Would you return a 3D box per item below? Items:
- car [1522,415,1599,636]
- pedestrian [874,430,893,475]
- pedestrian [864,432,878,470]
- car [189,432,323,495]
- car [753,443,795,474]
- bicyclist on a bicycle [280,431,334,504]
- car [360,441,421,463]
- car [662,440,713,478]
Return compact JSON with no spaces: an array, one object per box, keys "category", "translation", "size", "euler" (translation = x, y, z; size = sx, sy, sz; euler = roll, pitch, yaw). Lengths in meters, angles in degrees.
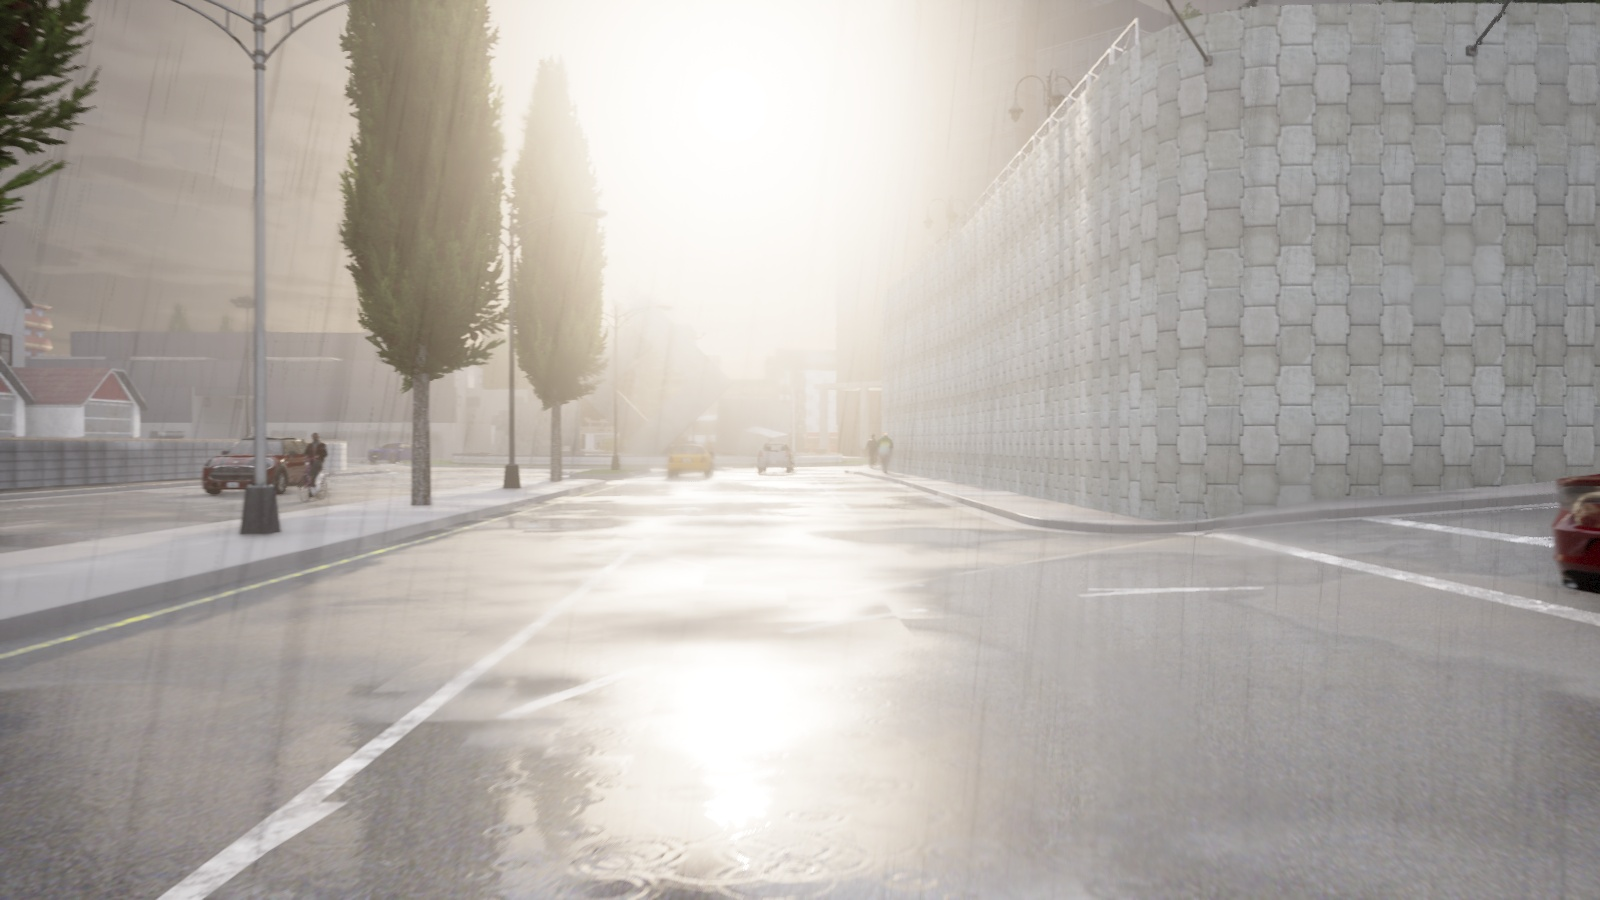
[{"category":"car","translation":[8.114,0.341,8.988],"size":[5.008,1.535,1.882],"euler":[-5,0,-11]},{"category":"pedestrian","translation":[3.593,0.102,54.112],"size":[0.659,1.952,0.873],"euler":[0,0,-5]},{"category":"pedestrian","translation":[3.723,0.038,65.599],"size":[0.423,1.949,0.788],"euler":[0,0,27]},{"category":"car","translation":[-15.951,0.363,37.099],"size":[2.097,1.767,4.553],"euler":[0,0,-1]},{"category":"car","translation":[-1.283,0.401,63.093],"size":[1.845,1.501,3.633],"euler":[0,0,3]},{"category":"bicyclist on a bicycle","translation":[-12.314,0.414,31.416],"size":[0.659,1.776,1.843],"euler":[0,0,-1]},{"category":"car","translation":[-30.497,0.132,93.773],"size":[1.882,1.535,5.008],"euler":[0,0,16]},{"category":"car","translation":[-4.846,0.366,54.750],"size":[1.801,1.575,5.366],"euler":[0,0,-1]}]
